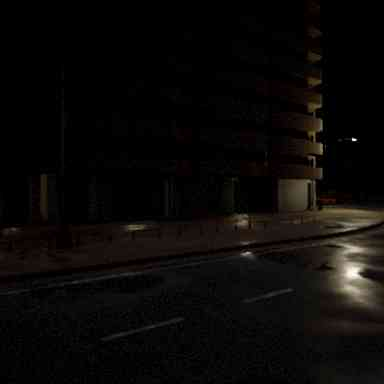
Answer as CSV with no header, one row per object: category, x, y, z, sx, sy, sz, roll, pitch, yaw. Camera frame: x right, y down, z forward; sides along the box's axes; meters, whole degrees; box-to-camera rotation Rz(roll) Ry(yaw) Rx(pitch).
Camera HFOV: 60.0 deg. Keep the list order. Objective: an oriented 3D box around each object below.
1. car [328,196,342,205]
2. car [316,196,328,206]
car,22.298,1.385,54.851,1.882,1.535,5.008,0,0,-22
car,19.085,1.440,53.517,1.812,1.442,4.674,0,0,-22
